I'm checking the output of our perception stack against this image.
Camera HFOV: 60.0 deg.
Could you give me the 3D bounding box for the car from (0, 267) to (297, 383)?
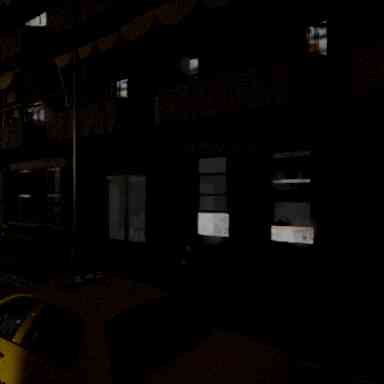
[{"bbox_3d":[-1.326,1.523,3.673,4.829,1.417,1.752,0,0,36],"label":"car"}]
